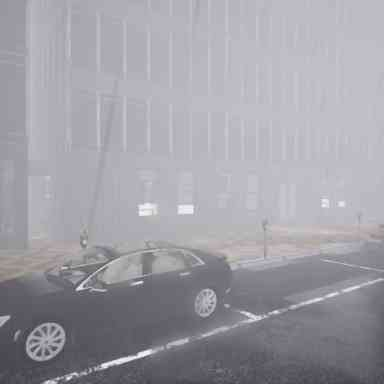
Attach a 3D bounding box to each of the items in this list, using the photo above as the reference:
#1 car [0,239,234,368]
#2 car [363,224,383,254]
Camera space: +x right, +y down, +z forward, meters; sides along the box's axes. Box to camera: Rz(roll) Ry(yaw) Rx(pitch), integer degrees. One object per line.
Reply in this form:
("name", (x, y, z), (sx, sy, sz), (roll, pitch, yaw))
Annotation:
("car", (-1.246, 1.551, 5.666), (4.403, 1.369, 2.008), (0, 0, -35))
("car", (8.035, 1.582, 12.258), (4.206, 1.307, 1.802), (0, 0, -35))
